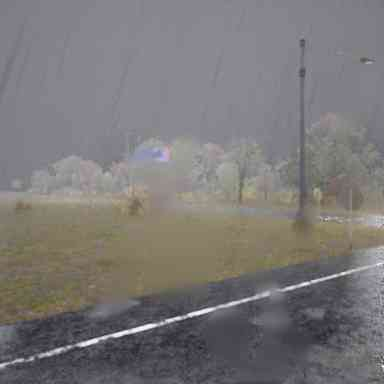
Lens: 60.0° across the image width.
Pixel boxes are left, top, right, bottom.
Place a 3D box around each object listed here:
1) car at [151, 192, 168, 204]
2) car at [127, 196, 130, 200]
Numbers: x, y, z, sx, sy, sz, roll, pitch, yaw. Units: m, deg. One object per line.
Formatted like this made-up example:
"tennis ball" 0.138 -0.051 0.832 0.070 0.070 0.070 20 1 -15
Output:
"car" -6.218 0.943 57.575 2.150 2.045 5.566 0 0 -33
"car" -11.009 1.197 64.705 2.128 1.511 4.902 0 0 -34
